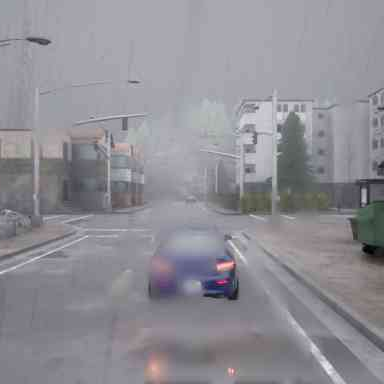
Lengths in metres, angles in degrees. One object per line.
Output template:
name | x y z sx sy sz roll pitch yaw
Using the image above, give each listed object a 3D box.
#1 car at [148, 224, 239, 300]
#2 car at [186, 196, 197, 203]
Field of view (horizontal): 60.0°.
car | 0.040 1.526 8.248 1.812 1.442 4.674 0 0 0
car | -0.141 1.526 66.890 1.812 1.442 4.674 0 0 0
